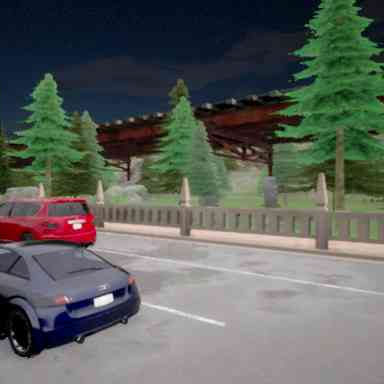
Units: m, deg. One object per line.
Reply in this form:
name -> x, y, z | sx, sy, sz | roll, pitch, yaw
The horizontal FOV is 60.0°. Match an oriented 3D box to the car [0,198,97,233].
car -> -5.977, 1.228, 12.554 | 5.566, 2.045, 2.150 | 0, 0, 36

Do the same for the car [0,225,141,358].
car -> -2.930, 1.567, 6.072 | 4.181, 1.385, 1.994 | 0, 0, 36
